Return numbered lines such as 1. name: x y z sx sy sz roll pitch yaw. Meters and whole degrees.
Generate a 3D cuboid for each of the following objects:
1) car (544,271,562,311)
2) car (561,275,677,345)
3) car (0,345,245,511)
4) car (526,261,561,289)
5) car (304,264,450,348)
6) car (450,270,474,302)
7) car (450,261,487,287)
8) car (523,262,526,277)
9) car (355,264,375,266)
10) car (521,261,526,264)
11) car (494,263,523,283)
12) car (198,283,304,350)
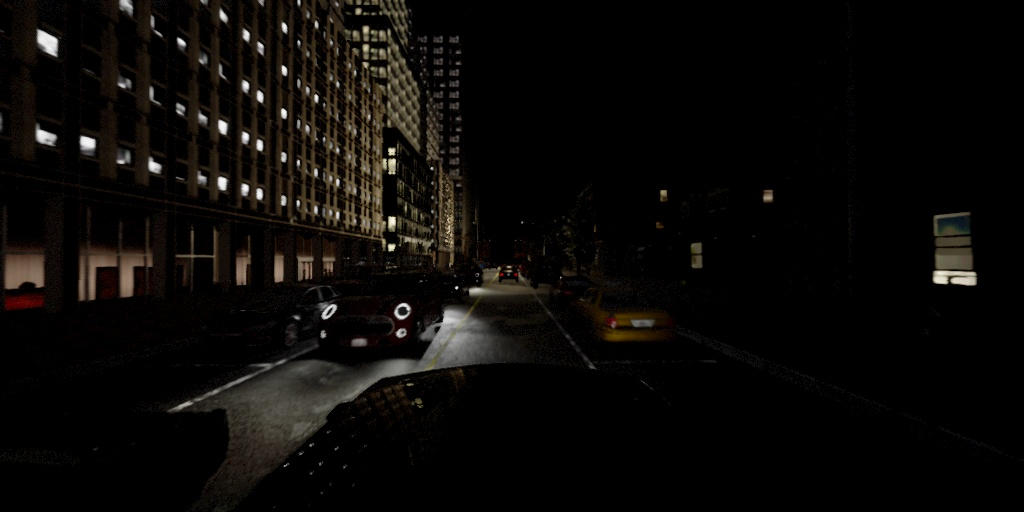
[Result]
1. car: 2.563 1.473 14.954 1.802 1.307 4.207 0 0 -1
2. car: 2.628 1.352 9.588 1.751 1.417 4.829 0 0 -1
3. car: -3.055 1.352 0.471 1.895 1.301 4.718 0 -1 -1
4. car: 2.428 1.337 26.026 2.192 1.841 5.009 0 0 -1
5. car: -3.167 1.210 9.606 2.097 1.767 4.553 0 -1 -1
6. car: -3.270 1.563 18.570 1.895 1.301 4.718 0 -1 -1
7. car: -3.363 1.431 28.374 2.097 1.767 4.553 0 -1 0
8. car: 2.291 1.681 37.269 1.751 1.417 4.829 0 0 -1
9. car: -5.817 1.246 14.854 2.192 1.841 5.009 0 0 -1
10. car: 2.226 1.538 42.636 2.192 1.841 5.009 0 0 -1
11. car: -0.295 1.669 33.222 2.033 1.411 5.357 0 -1 0
12. car: -5.750 1.417 9.317 2.007 1.370 4.403 0 0 -1
